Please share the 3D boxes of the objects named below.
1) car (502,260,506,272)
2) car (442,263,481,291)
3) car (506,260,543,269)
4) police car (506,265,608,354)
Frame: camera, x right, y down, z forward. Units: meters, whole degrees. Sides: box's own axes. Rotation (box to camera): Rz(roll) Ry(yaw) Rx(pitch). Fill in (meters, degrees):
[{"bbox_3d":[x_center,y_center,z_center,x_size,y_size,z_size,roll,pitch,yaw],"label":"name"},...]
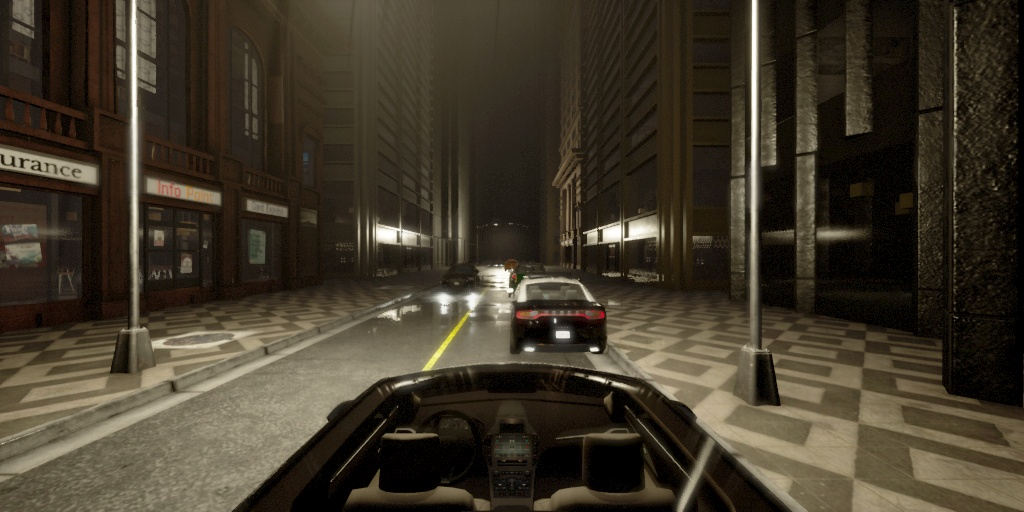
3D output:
[{"bbox_3d":[-0.027,1.276,48.210,1.882,1.535,5.008,0,0,0],"label":"car"},{"bbox_3d":[-3.030,1.239,22.094,1.882,1.535,5.008,0,0,0],"label":"car"},{"bbox_3d":[0.875,1.109,18.743,2.097,1.767,4.553,0,0,0],"label":"car"},{"bbox_3d":[0.890,1.177,8.882,1.930,1.638,5.238,0,0,0],"label":"police car"}]
